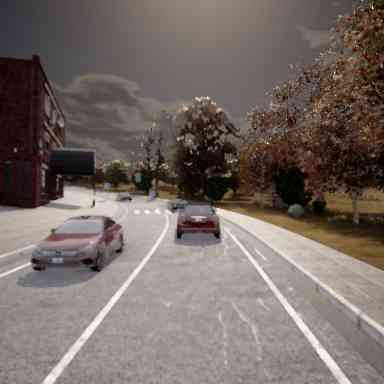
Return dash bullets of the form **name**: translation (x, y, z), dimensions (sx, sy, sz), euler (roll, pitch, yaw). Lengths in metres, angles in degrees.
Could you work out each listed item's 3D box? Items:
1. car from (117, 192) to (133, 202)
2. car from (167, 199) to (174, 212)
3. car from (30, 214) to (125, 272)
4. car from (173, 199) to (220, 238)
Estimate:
- **car**: translation (-10.978, 0.789, 53.862), dimensions (2.033, 1.411, 5.357), euler (1, 2, -22)
- **car**: translation (-1.532, 1.385, 35.338), dimensions (1.895, 1.301, 4.718), euler (1, 1, -11)
- **car**: translation (-3.439, 1.499, 10.902), dimensions (1.812, 1.442, 4.674), euler (0, 0, 1)
- **car**: translation (0.273, 1.306, 17.694), dimensions (2.097, 1.767, 4.553), euler (0, 0, -1)
